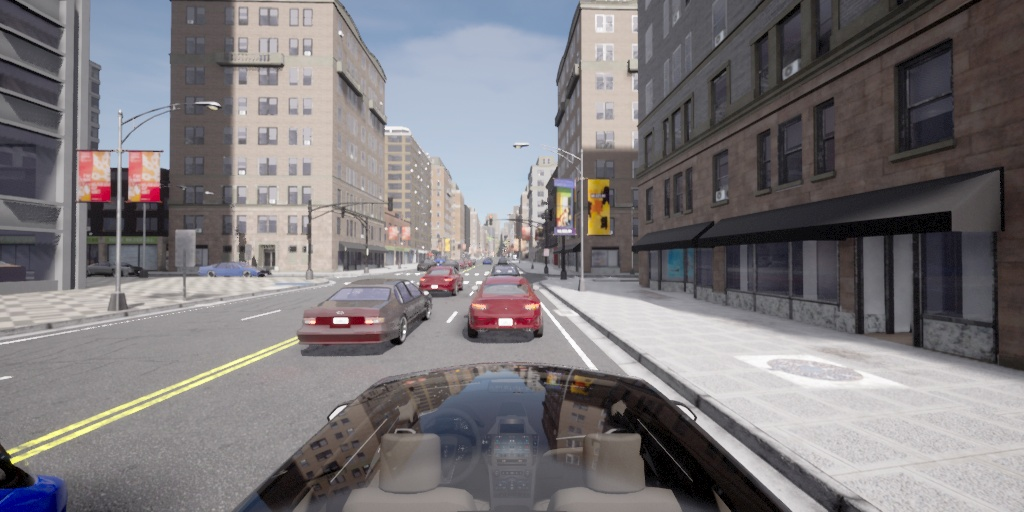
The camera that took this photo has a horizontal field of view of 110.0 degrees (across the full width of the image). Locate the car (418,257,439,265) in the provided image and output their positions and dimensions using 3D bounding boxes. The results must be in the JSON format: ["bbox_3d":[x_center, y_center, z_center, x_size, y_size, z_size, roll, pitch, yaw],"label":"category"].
[{"bbox_3d":[-11.105,1.193,47.201,1.882,1.535,5.008,0,0,-1],"label":"car"}]

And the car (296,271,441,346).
[{"bbox_3d":[-3.413,1.296,9.433,2.033,1.411,5.357,0,0,-2],"label":"car"}]

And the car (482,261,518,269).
[{"bbox_3d":[-0.413,1.235,19.200,2.128,1.511,4.902,0,0,-3],"label":"car"}]

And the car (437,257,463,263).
[{"bbox_3d":[-7.807,1.195,45.500,1.882,1.535,5.008,0,0,-2],"label":"car"}]

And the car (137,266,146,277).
[{"bbox_3d":[-33.647,1.160,30.365,4.181,1.385,1.994,0,-1,-2],"label":"car"}]

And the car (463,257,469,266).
[{"bbox_3d":[-8.051,1.232,54.703,1.812,1.442,4.674,0,0,-1],"label":"car"}]

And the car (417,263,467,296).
[{"bbox_3d":[-3.669,1.269,19.021,1.812,1.442,4.674,0,0,-2],"label":"car"}]

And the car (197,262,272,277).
[{"bbox_3d":[-23.681,1.186,30.689,5.357,1.411,2.033,0,-1,1],"label":"car"}]

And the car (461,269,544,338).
[{"bbox_3d":[-0.183,1.274,10.116,1.812,1.442,4.674,0,0,-1],"label":"car"}]

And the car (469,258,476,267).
[{"bbox_3d":[-8.278,1.045,64.579,2.097,1.767,4.553,0,0,-1],"label":"car"}]

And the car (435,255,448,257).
[{"bbox_3d":[-11.374,0.925,57.371,2.150,2.045,5.566,0,0,-2],"label":"car"}]
